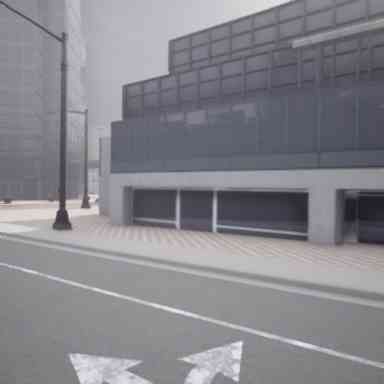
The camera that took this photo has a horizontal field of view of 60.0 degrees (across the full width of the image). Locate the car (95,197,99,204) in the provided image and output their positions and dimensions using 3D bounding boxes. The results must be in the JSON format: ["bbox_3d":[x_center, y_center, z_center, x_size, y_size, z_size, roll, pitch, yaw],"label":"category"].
[{"bbox_3d":[-11.871,0.960,48.584,1.882,1.535,5.008,1,1,36],"label":"car"}]
